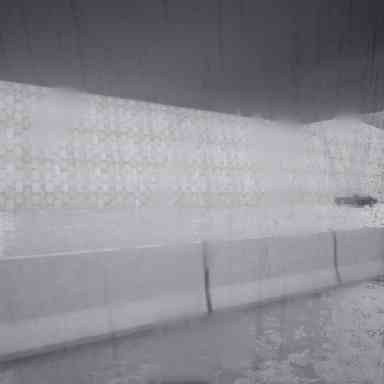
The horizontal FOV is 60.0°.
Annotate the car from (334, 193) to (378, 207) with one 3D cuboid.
[{"bbox_3d":[16.790,0.809,34.054,4.718,1.301,1.895,0,2,-30],"label":"car"}]
